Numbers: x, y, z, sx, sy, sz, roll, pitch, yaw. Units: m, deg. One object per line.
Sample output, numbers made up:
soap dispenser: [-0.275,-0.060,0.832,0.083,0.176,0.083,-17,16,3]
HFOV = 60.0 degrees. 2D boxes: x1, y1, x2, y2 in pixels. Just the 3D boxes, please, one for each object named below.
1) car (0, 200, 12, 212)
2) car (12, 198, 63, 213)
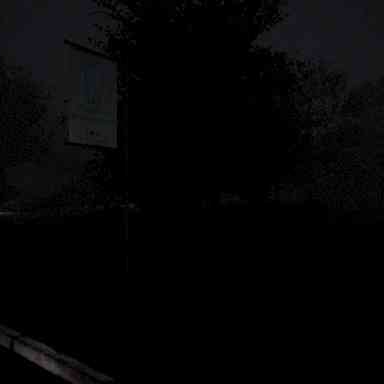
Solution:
car: [-20.531,1.521,39.253,1.812,1.442,4.674,0,0,39]
car: [-17.198,1.485,37.817,2.128,1.511,4.902,0,0,39]
